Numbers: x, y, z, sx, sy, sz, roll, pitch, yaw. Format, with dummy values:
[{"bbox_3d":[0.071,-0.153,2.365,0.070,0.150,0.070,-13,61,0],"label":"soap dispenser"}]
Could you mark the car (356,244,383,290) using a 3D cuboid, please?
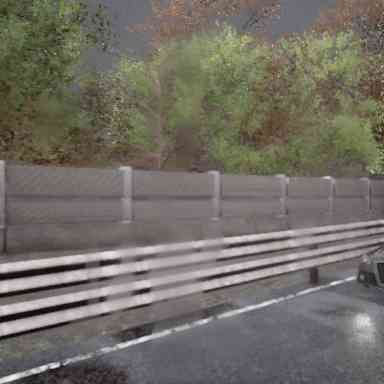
[{"bbox_3d":[5.672,1.493,7.693,4.181,1.385,1.994,-1,0,-35],"label":"car"}]
